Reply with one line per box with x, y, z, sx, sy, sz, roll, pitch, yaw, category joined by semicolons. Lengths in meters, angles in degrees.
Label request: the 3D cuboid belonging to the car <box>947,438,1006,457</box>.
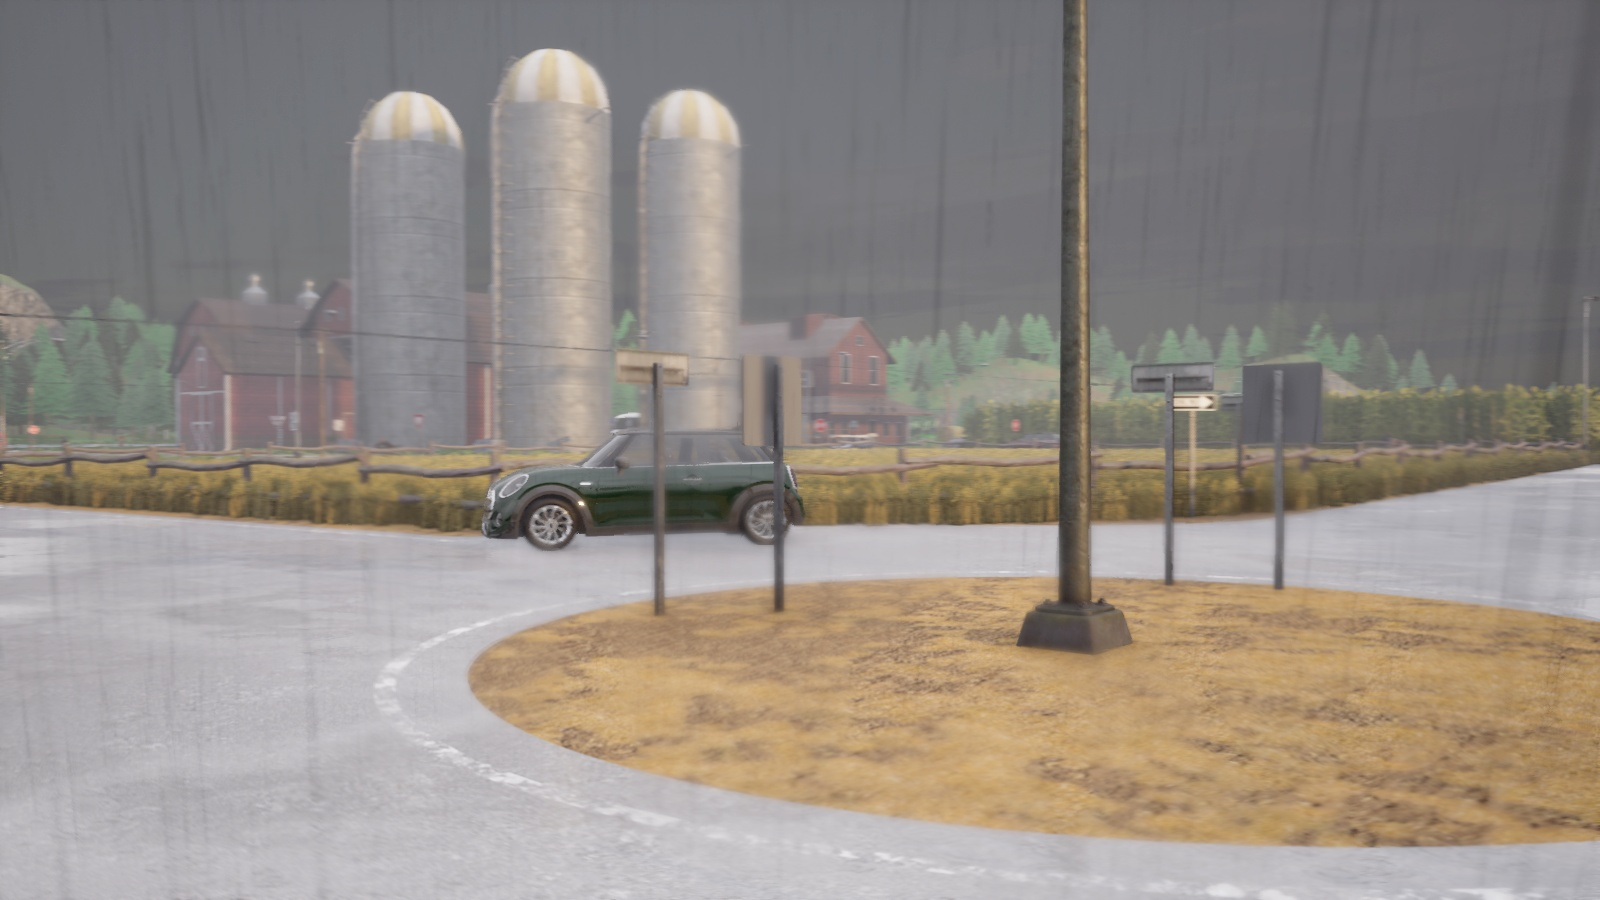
13.710;-0.217;97.449;2.033;1.411;5.357;1;1;40;car

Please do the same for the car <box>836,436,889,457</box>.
4.582;-0.278;91.966;1.970;1.475;3.806;1;1;40;car

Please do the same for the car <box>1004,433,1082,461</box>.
15.816;-0.210;81.882;4.553;1.767;2.097;1;1;40;car

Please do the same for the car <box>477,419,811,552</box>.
-2.322;0.458;18.259;4.553;1.767;2.097;0;1;-16;car

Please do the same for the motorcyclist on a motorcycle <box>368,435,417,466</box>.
-20.192;0.024;62.259;0.866;1.530;2.191;1;1;40;motorcyclist on a motorcycle
